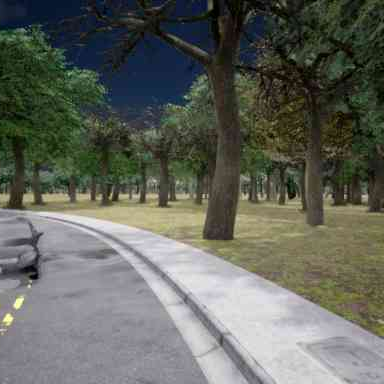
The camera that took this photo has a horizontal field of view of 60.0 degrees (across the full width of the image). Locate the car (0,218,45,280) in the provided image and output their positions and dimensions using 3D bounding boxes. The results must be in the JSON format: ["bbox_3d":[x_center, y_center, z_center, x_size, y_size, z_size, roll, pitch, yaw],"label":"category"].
[{"bbox_3d":[-5.354,1.515,9.647,1.812,1.442,4.674,0,0,-23],"label":"car"}]
